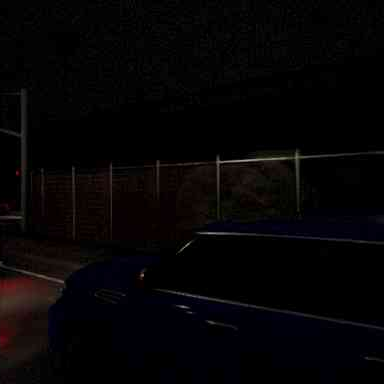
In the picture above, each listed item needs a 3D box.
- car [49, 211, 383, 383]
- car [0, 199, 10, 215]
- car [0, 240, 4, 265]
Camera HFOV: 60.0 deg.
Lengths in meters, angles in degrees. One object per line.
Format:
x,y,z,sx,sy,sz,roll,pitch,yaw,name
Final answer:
0.904,1.221,3.346,5.566,2.045,2.150,0,0,35,car
-20.206,1.406,31.929,2.097,1.767,4.553,0,0,37,car
-7.110,1.491,9.063,4.902,1.511,2.128,0,0,33,car
